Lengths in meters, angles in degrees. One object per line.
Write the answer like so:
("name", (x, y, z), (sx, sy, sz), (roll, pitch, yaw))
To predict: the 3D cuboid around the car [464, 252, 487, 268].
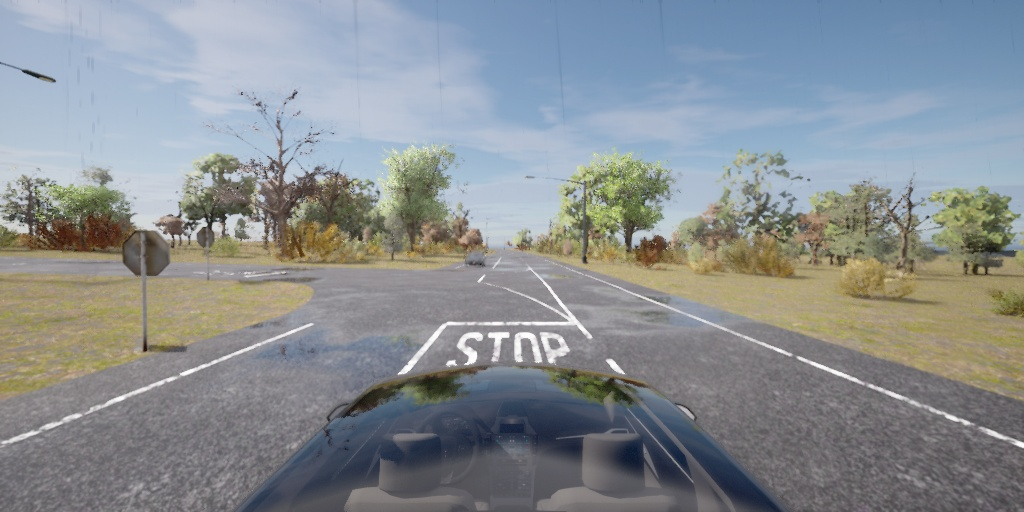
("car", (-3.554, 0.373, 35.629), (1.837, 1.490, 4.892), (0, 1, 0))
